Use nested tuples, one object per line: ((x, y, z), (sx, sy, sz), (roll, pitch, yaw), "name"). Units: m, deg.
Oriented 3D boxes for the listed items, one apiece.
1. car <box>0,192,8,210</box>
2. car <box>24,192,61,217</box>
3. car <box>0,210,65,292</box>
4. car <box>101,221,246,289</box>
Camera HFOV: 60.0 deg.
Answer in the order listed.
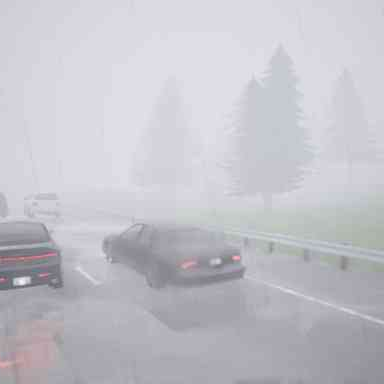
((-15.383, 0.992, 25.408), (2.150, 2.045, 5.566), (0, 0, -33), "car")
((-12.149, 1.013, 26.847), (2.150, 2.045, 5.566), (0, 0, -33), "car")
((-4.533, 1.433, 8.401), (1.837, 1.490, 4.892), (0, 0, -32), "car")
((-0.849, 1.503, 9.162), (2.033, 1.411, 5.357), (0, 0, -32), "car")
